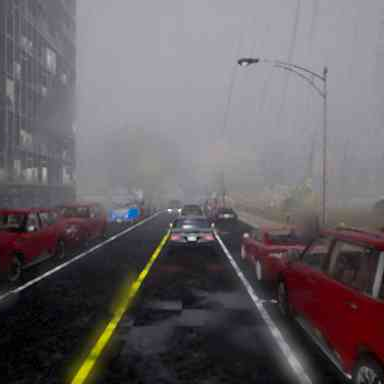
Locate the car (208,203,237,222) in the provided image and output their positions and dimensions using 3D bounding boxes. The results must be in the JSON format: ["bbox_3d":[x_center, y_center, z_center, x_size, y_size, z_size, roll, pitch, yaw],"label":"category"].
[{"bbox_3d":[2.554,1.813,26.497,1.947,1.339,4.313,-1,-1,0],"label":"car"}]

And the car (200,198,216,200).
[{"bbox_3d":[2.679,1.765,47.436,2.192,1.841,5.009,-1,-1,0],"label":"car"}]

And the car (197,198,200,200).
[{"bbox_3d":[2.603,2.301,89.367,1.967,1.590,4.097,-1,-1,0],"label":"car"}]

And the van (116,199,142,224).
[{"bbox_3d":[-5.329,1.587,26.457,1.690,1.788,3.998,-1,-1,0],"label":"van"}]

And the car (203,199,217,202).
[{"bbox_3d":[2.568,1.910,38.797,1.887,1.381,4.507,-1,-1,0],"label":"car"}]

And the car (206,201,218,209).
[{"bbox_3d":[2.553,1.845,32.038,1.887,1.381,4.507,-1,-1,0],"label":"car"}]

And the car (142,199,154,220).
[{"bbox_3d":[-5.330,1.615,32.004,2.192,1.841,5.009,-1,-1,0],"label":"car"}]

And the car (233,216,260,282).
[{"bbox_3d":[2.555,1.636,9.875,1.887,1.381,4.507,-1,-1,0],"label":"car"}]

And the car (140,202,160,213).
[{"bbox_3d":[-5.400,1.974,43.093,1.947,1.339,4.313,-1,-1,0],"label":"car"}]

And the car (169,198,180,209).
[{"bbox_3d":[-2.759,2.005,55.253,1.882,1.535,5.008,0,-1,0],"label":"car"}]

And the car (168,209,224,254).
[{"bbox_3d":[0.000,1.676,13.974,2.033,1.411,5.357,0,-1,0],"label":"car"}]

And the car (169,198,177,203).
[{"bbox_3d":[-5.333,2.456,92.382,1.947,1.339,4.313,-1,-1,0],"label":"car"}]

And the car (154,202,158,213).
[{"bbox_3d":[-5.327,1.898,37.550,1.887,1.381,4.507,-1,-1,0],"label":"car"}]

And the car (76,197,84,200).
[{"bbox_3d":[-25.679,1.993,71.353,5.009,1.841,2.192,0,0,-1],"label":"car"}]

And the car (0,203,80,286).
[{"bbox_3d":[-5.328,1.405,9.814,2.192,1.841,5.009,-1,-1,0],"label":"car"}]

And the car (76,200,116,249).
[{"bbox_3d":[-5.328,1.457,15.362,2.192,1.841,5.009,-1,-1,0],"label":"car"}]

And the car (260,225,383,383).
[{"bbox_3d":[2.552,1.355,4.336,2.192,1.841,5.009,-1,-1,0],"label":"car"}]

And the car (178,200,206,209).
[{"bbox_3d":[0.002,1.782,29.295,1.837,1.490,4.892,0,0,0],"label":"car"}]
